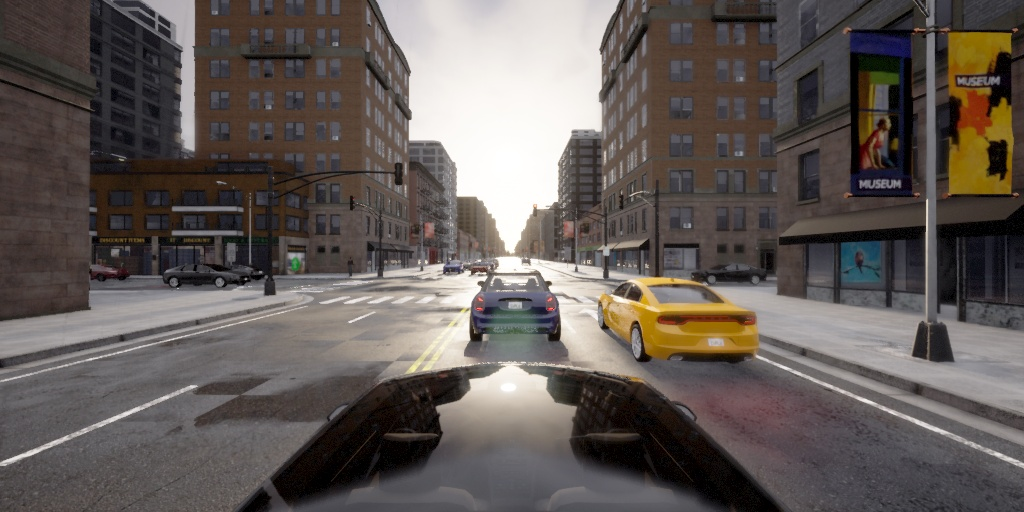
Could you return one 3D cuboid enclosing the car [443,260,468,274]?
[{"bbox_3d":[-6.665,1.226,41.293,1.882,1.535,5.008,0,0,0],"label":"car"}]

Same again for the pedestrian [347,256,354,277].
[{"bbox_3d":[-14.194,0.920,31.521,0.375,1.860,0.375,0,0,0],"label":"pedestrian"}]

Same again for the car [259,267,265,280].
[{"bbox_3d":[-22.172,1.330,28.671,4.313,1.339,1.948,0,0,0],"label":"car"}]

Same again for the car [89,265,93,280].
[{"bbox_3d":[-30.964,1.233,23.217,4.902,1.511,2.128,0,0,0],"label":"car"}]

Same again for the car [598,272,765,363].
[{"bbox_3d":[3.314,1.228,8.209,1.882,1.535,5.008,0,0,1],"label":"car"}]

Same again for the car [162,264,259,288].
[{"bbox_3d":[-19.621,1.248,23.177,4.892,1.490,1.837,0,0,0],"label":"car"}]

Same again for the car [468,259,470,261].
[{"bbox_3d":[-6.671,1.310,50.287,1.994,1.385,4.181,0,0,1],"label":"car"}]

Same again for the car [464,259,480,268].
[{"bbox_3d":[-6.682,1.234,60.353,2.128,1.511,4.902,0,0,0],"label":"car"}]

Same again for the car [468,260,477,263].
[{"bbox_3d":[-3.415,1.350,39.319,1.895,1.301,4.718,0,0,0],"label":"car"}]

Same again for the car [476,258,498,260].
[{"bbox_3d":[-3.428,1.099,48.226,2.097,1.767,4.553,0,0,0],"label":"car"}]

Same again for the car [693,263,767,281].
[{"bbox_3d":[15.839,1.268,26.363,5.008,1.535,1.882,0,0,1],"label":"car"}]

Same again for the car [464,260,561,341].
[{"bbox_3d":[0.076,1.102,10.009,2.097,1.767,4.553,0,0,0],"label":"car"}]

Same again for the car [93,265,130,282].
[{"bbox_3d":[-33.194,1.344,28.707,4.207,1.307,1.802,0,0,0],"label":"car"}]
